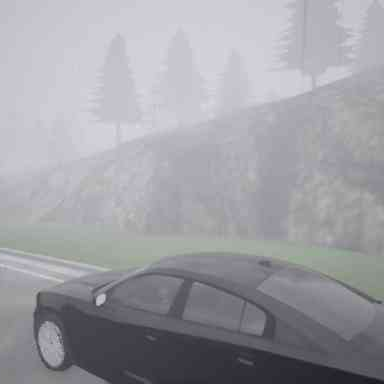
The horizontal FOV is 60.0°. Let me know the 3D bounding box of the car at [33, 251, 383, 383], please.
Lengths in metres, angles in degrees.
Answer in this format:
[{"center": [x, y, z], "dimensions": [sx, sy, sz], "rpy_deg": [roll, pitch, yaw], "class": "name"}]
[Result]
[{"center": [0.088, 1.478, 3.965], "dimensions": [5.008, 1.535, 1.882], "rpy_deg": [0, 0, 35], "class": "car"}]
